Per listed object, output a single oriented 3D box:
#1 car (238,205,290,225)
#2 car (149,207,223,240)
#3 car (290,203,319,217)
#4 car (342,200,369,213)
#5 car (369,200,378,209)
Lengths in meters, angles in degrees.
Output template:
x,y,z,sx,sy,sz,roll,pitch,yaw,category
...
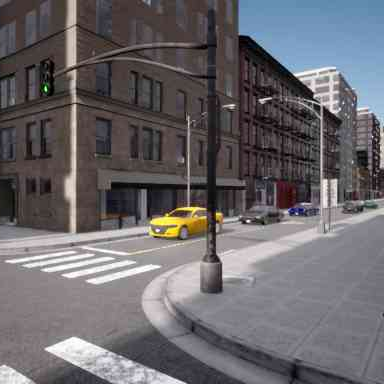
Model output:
x,y,z,sx,sy,sz,roll,pitch,yaw,category
5.551,1.704,25.932,2.033,1.411,5.357,0,0,35,car
-0.188,1.575,17.872,1.882,1.535,5.008,0,0,35,car
11.535,1.815,34.314,1.895,1.301,4.718,0,0,36,car
19.853,1.760,40.917,2.128,1.511,4.902,0,0,35,car
27.777,1.904,52.043,1.994,1.385,4.181,0,0,35,car
